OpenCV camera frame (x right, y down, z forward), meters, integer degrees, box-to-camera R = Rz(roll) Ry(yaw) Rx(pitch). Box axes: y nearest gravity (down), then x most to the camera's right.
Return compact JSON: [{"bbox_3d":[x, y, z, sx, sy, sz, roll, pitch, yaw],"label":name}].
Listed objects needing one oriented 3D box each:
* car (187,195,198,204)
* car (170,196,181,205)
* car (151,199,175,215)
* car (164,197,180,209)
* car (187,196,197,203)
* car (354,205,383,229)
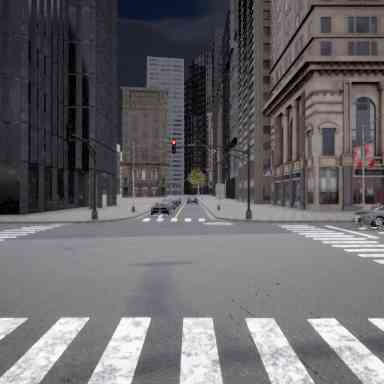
[{"bbox_3d":[0.092,1.479,65.202,2.097,1.767,4.553,0,0,0],"label":"car"},{"bbox_3d":[-3.005,1.597,62.777,1.882,1.535,5.008,0,0,0],"label":"car"},{"bbox_3d":[-3.057,1.644,33.822,1.895,1.301,4.718,0,0,0],"label":"car"},{"bbox_3d":[-3.064,1.556,43.218,2.128,1.511,4.902,0,0,0],"label":"car"},{"bbox_3d":[-0.019,1.688,75.100,2.128,1.511,4.902,0,0,0],"label":"car"},{"bbox_3d":[12.815,1.485,20.954,4.902,1.511,2.128,0,0,0],"label":"car"}]
